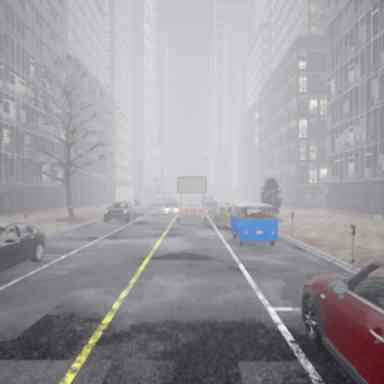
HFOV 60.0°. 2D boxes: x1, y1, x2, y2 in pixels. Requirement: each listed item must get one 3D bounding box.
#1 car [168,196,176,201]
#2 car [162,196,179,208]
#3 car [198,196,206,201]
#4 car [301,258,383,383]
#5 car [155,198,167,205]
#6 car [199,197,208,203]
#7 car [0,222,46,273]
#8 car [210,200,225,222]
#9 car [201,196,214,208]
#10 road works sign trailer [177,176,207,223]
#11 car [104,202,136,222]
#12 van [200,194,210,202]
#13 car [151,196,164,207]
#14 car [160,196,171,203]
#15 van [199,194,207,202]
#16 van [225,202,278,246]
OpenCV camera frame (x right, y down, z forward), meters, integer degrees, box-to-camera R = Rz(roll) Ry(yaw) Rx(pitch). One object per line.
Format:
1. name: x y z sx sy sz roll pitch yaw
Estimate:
1. car: -5.673 1.758 94.826 1.947 1.339 4.313 0 0 0
2. car: -3.068 1.712 50.755 1.895 1.301 4.718 0 0 0
3. car: 2.707 1.727 89.119 1.887 1.381 4.507 0 0 0
4. car: 2.686 1.449 3.737 1.967 1.590 4.097 0 0 0
5. car: -5.680 1.713 60.675 1.802 1.307 4.206 0 0 0
6. car: 2.704 1.745 77.734 1.802 1.307 4.206 0 0 0
7. car: -5.693 1.573 9.448 2.008 1.369 4.403 0 0 0
8. car: 2.692 1.586 26.676 1.752 1.417 4.829 0 0 0
9. car: 2.697 1.674 49.273 1.947 1.339 4.313 0 0 0
10. road works sign trailer: 0.005 0.523 26.088 2.380 3.560 2.880 0 0 0
11. car: -5.689 1.500 26.524 1.967 1.590 4.097 0 0 0
12. van: 2.697 1.460 54.966 1.690 1.788 3.998 0 0 0
13. car: -5.682 1.645 54.812 1.752 1.417 4.829 0 0 0
14. car: -5.679 1.593 72.059 1.967 1.590 4.097 0 0 0
15. van: 2.704 1.514 83.427 1.690 1.788 3.998 0 0 0
16. van: 2.688 1.376 15.121 1.690 1.788 3.998 0 0 0
